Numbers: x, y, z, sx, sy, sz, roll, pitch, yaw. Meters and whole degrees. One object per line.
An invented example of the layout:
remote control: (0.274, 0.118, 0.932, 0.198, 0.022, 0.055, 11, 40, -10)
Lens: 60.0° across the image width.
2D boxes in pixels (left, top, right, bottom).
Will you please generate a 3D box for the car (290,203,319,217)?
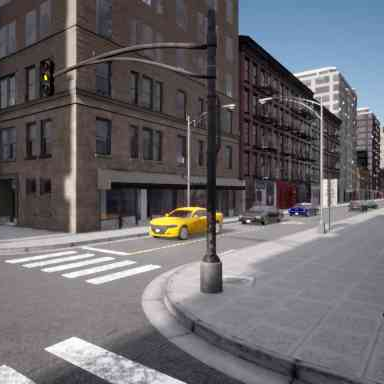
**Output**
car: (11.535, 1.815, 34.314, 1.895, 1.301, 4.718, 0, 0, 36)

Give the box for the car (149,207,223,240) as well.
car: (-0.188, 1.575, 17.872, 1.882, 1.535, 5.008, 0, 0, 35)

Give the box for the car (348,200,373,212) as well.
car: (22.024, 1.781, 43.967, 2.128, 1.511, 4.902, 0, 0, 36)

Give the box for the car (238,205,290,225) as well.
car: (5.551, 1.704, 25.932, 2.033, 1.411, 5.357, 0, 0, 35)

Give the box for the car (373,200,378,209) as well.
car: (27.777, 1.904, 52.043, 1.994, 1.385, 4.181, 0, 0, 35)
